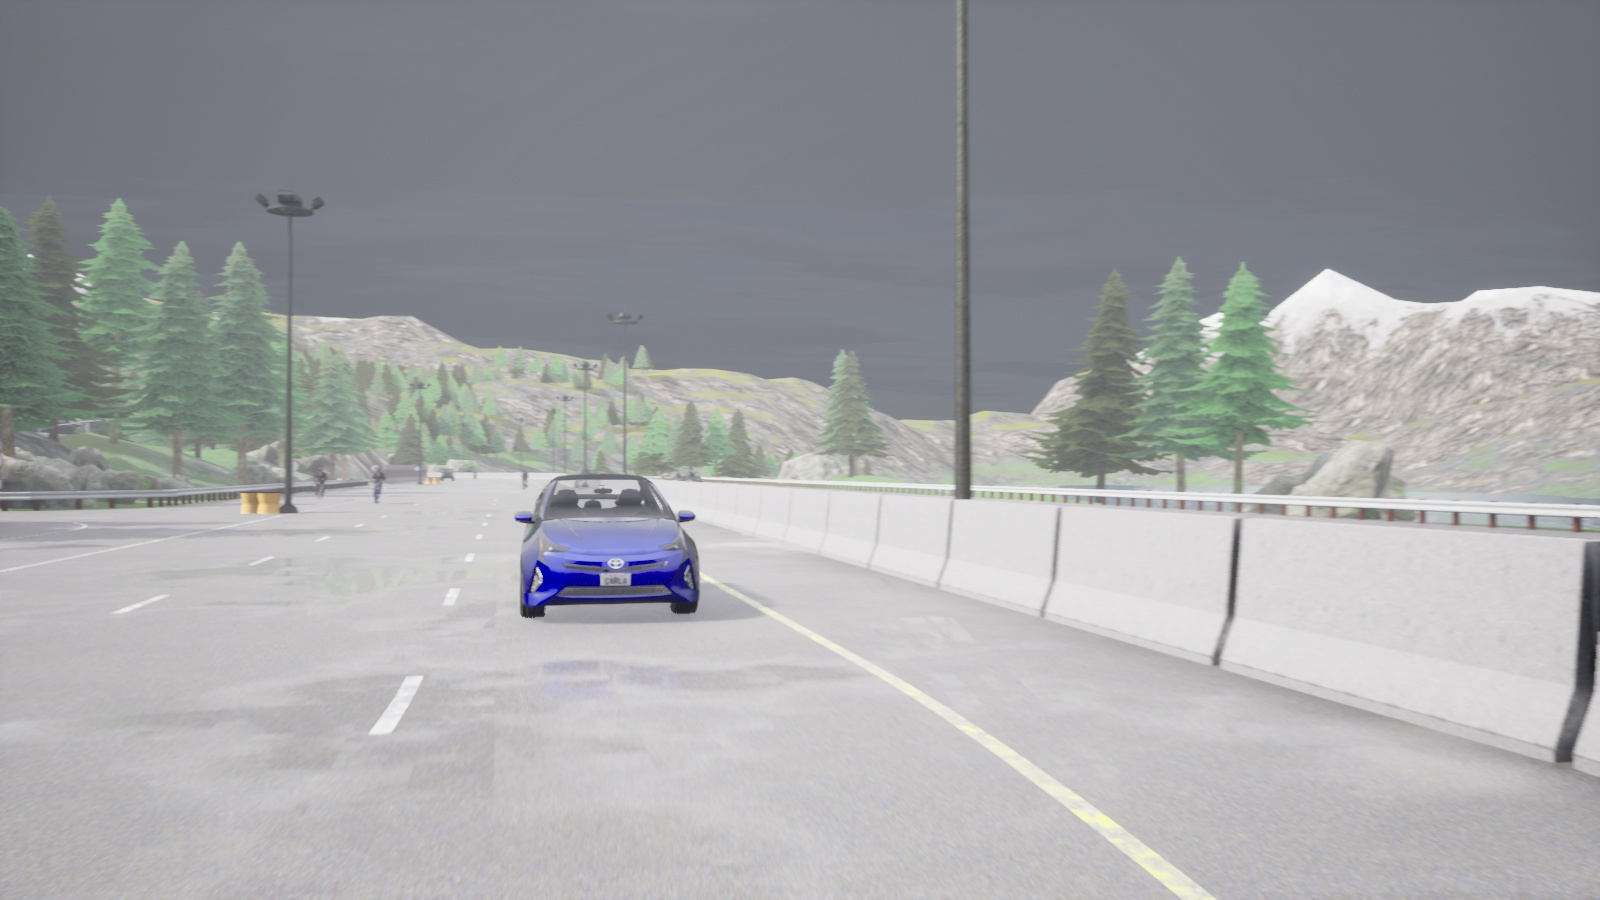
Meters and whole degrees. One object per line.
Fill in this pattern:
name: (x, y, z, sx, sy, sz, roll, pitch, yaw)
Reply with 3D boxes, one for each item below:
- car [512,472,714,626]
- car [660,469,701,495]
car: (-2.392, 1.032, 14.974, 2.007, 1.525, 4.514, 0, -1, -13)
car: (-8.202, 2.169, 85.857, 2.242, 1.667, 4.611, 0, -1, -13)
